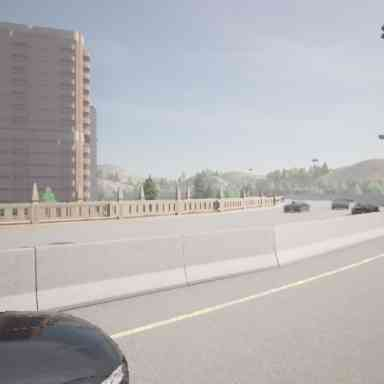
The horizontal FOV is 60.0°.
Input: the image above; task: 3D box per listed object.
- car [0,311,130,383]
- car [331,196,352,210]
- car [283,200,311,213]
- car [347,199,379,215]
[{"bbox_3d":[-2.766,1.492,1.967,4.902,1.511,2.128,0,0,-35],"label":"car"},{"bbox_3d":[18.866,1.562,42.157,1.994,1.385,4.181,0,0,28],"label":"car"},{"bbox_3d":[11.668,1.599,36.763,1.895,1.301,4.718,0,0,33],"label":"car"},{"bbox_3d":[16.052,1.599,30.776,1.895,1.301,4.718,0,0,35],"label":"car"}]
